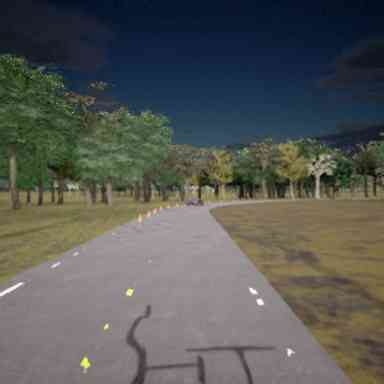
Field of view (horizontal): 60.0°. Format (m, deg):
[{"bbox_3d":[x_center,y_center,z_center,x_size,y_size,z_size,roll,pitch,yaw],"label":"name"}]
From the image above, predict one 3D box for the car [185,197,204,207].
[{"bbox_3d":[0.436,1.538,51.947,1.994,1.385,4.181,0,0,17],"label":"car"}]
